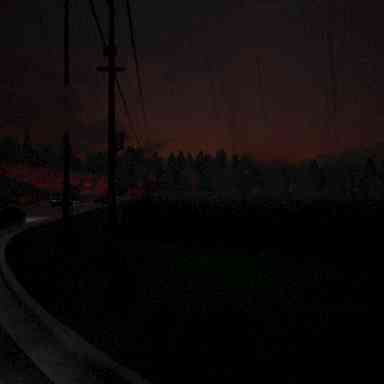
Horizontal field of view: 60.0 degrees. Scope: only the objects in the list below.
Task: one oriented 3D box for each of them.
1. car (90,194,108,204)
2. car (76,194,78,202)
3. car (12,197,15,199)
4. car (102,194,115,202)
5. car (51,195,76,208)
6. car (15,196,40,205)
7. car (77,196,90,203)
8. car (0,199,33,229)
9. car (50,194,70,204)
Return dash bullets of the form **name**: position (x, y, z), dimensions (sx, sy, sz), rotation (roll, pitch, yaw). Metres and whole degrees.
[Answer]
- **car**: position (-16.463, 1.442, 59.842), dimensions (1.812, 1.442, 4.674), rotation (0, 0, -6)
- **car**: position (-24.596, 1.228, 69.263), dimensions (1.837, 1.490, 4.892), rotation (0, 0, -6)
- **car**: position (-30.603, 1.390, 59.575), dimensions (2.128, 1.511, 4.902), rotation (0, 0, -6)
- **car**: position (-17.706, 1.259, 70.678), dimensions (2.097, 1.767, 4.553), rotation (0, 0, -6)
- **car**: position (-18.706, 1.414, 47.693), dimensions (2.128, 1.511, 4.902), rotation (0, 0, -6)
- **car**: position (-26.420, 1.386, 54.105), dimensions (1.882, 1.535, 5.008), rotation (0, 0, -6)
- **car**: position (-20.666, 1.505, 65.900), dimensions (1.895, 1.301, 4.718), rotation (0, 0, -6)
- **car**: position (-12.249, 1.453, 21.157), dimensions (2.128, 1.511, 4.902), rotation (0, 0, -8)
- **car**: position (-23.561, 1.259, 59.423), dimensions (2.097, 1.767, 4.553), rotation (0, 0, -6)
